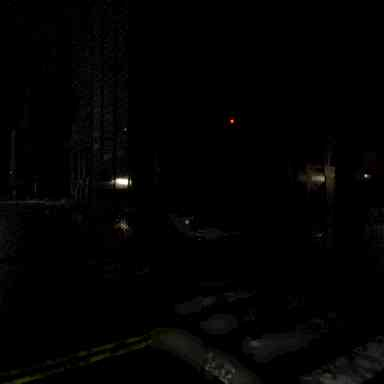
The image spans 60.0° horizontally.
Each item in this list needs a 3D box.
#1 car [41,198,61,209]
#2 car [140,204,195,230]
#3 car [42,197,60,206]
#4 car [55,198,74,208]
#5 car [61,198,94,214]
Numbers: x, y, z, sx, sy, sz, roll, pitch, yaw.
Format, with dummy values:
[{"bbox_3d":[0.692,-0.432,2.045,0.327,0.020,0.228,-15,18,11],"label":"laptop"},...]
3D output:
[{"bbox_3d":[-20.986,1.742,49.092,1.812,1.442,4.674,1,-1,-35],"label":"car"},{"bbox_3d":[-1.701,1.555,21.818,2.128,1.511,4.902,1,-1,-35],"label":"car"},{"bbox_3d":[-26.555,1.797,62.379,2.128,1.511,4.902,1,-1,-36],"label":"car"},{"bbox_3d":[-20.759,1.785,54.206,1.812,1.442,4.674,1,-1,-35],"label":"car"},{"bbox_3d":[-12.658,1.697,37.254,2.033,1.411,5.357,1,-1,-35],"label":"car"}]
